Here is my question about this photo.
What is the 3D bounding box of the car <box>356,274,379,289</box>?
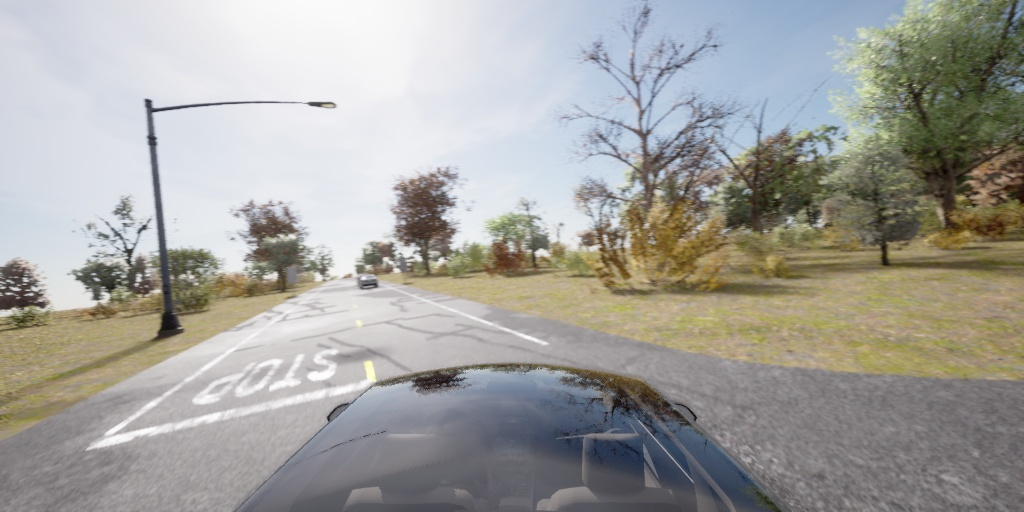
[{"bbox_3d":[-15.908,2.817,39.745,2.033,1.411,5.357,-6,0,-24],"label":"car"}]
